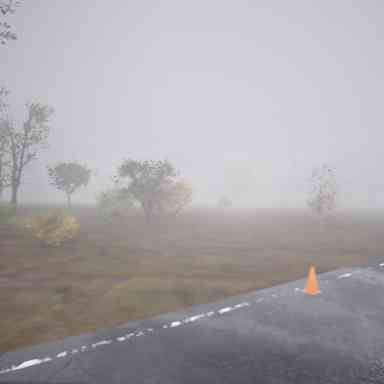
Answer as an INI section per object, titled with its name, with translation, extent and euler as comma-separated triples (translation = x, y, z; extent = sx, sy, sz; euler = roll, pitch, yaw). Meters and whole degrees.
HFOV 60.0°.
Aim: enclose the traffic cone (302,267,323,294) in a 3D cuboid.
[traffic cone]
translation = 2.835, 2.054, 7.832
extent = 0.340, 0.580, 0.340
euler = 1, -1, -38
